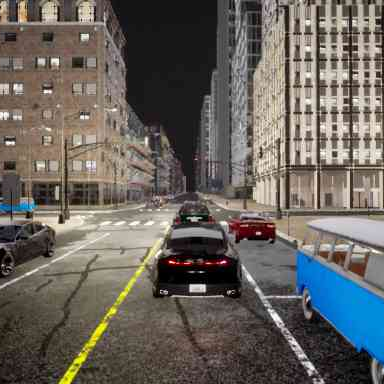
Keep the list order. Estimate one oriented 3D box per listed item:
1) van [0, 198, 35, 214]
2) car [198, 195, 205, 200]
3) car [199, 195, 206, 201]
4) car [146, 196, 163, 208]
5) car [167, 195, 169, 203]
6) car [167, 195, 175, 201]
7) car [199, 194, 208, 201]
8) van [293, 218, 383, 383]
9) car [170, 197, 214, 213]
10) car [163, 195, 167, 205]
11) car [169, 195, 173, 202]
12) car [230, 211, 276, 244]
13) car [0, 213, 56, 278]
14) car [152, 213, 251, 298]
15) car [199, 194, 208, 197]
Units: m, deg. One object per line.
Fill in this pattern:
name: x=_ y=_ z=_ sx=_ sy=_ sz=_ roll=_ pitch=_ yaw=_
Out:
van: x=-19.712 y=1.525 z=37.074 sx=3.998 sy=1.788 sz=1.690 roll=0 pitch=0 yaw=1
car: x=2.762 y=1.524 z=93.400 sx=1.802 sy=1.307 sz=4.206 roll=1 pitch=0 yaw=0
car: x=2.759 y=1.475 z=87.918 sx=1.752 sy=1.417 sz=4.829 roll=1 pitch=0 yaw=0
car: x=-5.649 y=1.573 z=48.194 sx=1.802 sy=1.307 sz=4.206 roll=1 pitch=0 yaw=0
car: x=-5.641 y=1.562 z=59.498 sx=1.802 sy=1.307 sz=4.206 roll=1 pitch=0 yaw=0
car: x=-5.621 y=1.475 z=87.586 sx=1.752 sy=1.417 sz=4.829 roll=1 pitch=0 yaw=0
car: x=2.756 y=1.396 z=82.097 sx=1.967 sy=1.590 sz=4.097 roll=1 pitch=0 yaw=0
van: x=2.704 y=1.342 z=4.591 sx=1.690 sy=1.788 sz=3.998 roll=1 pitch=0 yaw=0
car: x=0.082 y=1.352 z=17.566 sx=2.097 sy=1.767 sz=4.553 roll=0 pitch=0 yaw=-1
car: x=-5.643 y=1.426 z=53.847 sx=1.967 sy=1.590 sz=4.097 roll=1 pitch=0 yaw=0
car: x=-5.633 y=1.519 z=70.800 sx=2.008 sy=1.369 sz=4.403 roll=1 pitch=0 yaw=0
car: x=2.709 y=1.545 z=15.744 sx=1.887 sy=1.381 sz=4.507 roll=1 pitch=0 yaw=0
car: x=-5.675 y=1.567 z=10.179 sx=1.947 sy=1.339 sz=4.313 roll=1 pitch=0 yaw=0
car: x=0.106 y=1.506 z=8.473 sx=1.837 sy=1.490 sz=4.892 roll=0 pitch=0 yaw=0
car: x=2.740 y=1.531 z=59.491 sx=2.008 sy=1.369 sz=4.403 roll=1 pitch=0 yaw=0
